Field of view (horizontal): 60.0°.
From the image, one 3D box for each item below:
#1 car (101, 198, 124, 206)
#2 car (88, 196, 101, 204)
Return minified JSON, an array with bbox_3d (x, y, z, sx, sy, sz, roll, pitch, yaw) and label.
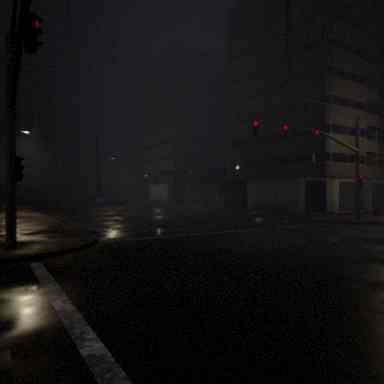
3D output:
[{"bbox_3d":[-12.817,1.595,54.477,1.895,1.301,4.718,0,0,-31],"label":"car"},{"bbox_3d":[-18.093,1.541,62.903,2.033,1.411,5.357,0,0,-32],"label":"car"}]
